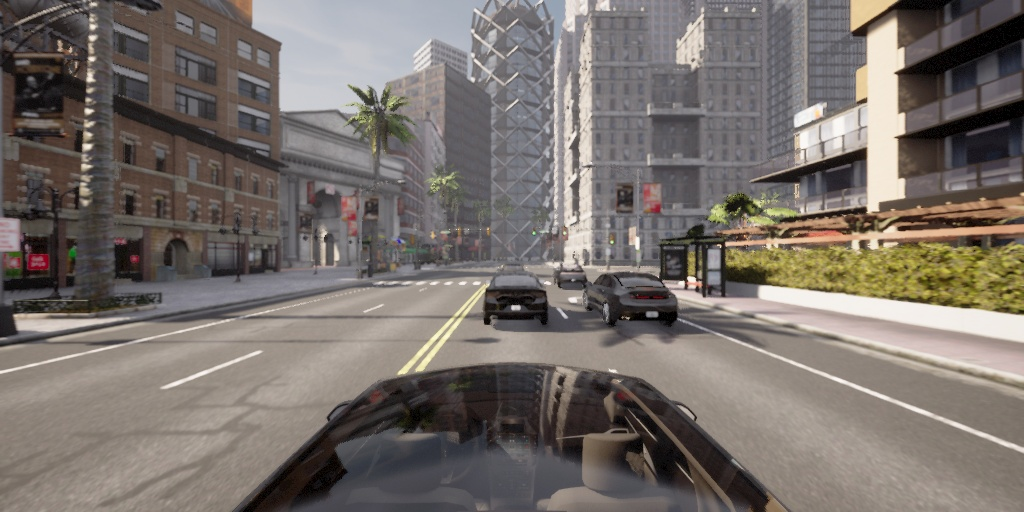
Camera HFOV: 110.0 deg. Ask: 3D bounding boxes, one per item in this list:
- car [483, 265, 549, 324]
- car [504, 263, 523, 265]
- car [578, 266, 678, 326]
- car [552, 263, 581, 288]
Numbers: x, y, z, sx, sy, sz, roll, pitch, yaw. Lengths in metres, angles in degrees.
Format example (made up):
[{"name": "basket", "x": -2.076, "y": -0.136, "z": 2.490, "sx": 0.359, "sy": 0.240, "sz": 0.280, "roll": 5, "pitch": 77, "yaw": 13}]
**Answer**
[{"name": "car", "x": 0.102, "y": 1.220, "z": 11.991, "sx": 1.882, "sy": 1.535, "sz": 5.008, "roll": 0, "pitch": 0, "yaw": 0}, {"name": "car", "x": 0.086, "y": 1.239, "z": 24.423, "sx": 1.837, "sy": 1.490, "sz": 4.892, "roll": 0, "pitch": 0, "yaw": 0}, {"name": "car", "x": 3.602, "y": 1.249, "z": 11.629, "sx": 1.837, "sy": 1.490, "sz": 4.892, "roll": 0, "pitch": 0, "yaw": 0}, {"name": "car", "x": 3.767, "y": 1.226, "z": 23.622, "sx": 2.128, "sy": 1.511, "sz": 4.902, "roll": 0, "pitch": 0, "yaw": 3}]
